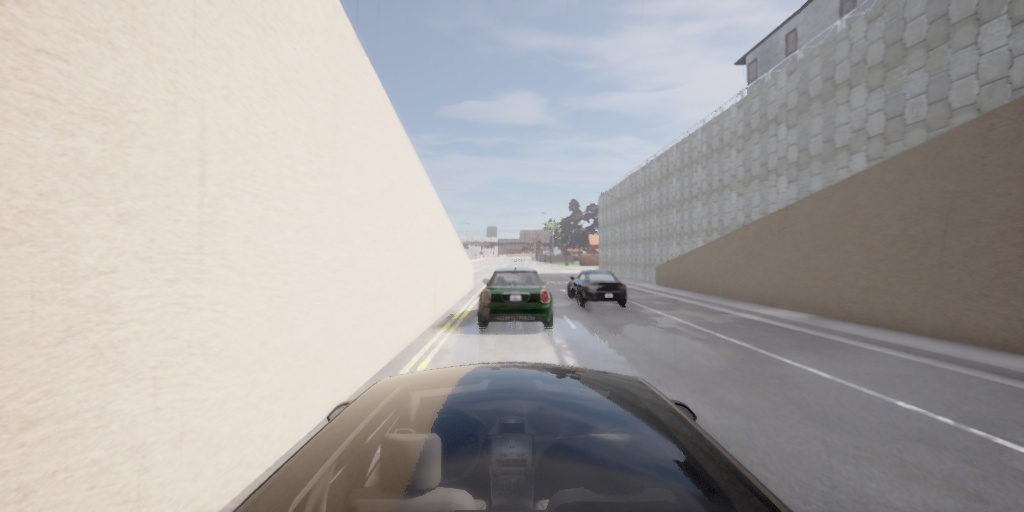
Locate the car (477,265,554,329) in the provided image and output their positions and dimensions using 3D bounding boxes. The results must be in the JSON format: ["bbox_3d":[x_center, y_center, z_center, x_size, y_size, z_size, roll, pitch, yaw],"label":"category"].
[{"bbox_3d":[0.103,1.132,11.589,2.097,1.767,4.553,0,0,0],"label":"car"}]

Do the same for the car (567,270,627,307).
[{"bbox_3d":[3.587,1.316,15.584,1.812,1.442,4.674,0,0,0],"label":"car"}]
